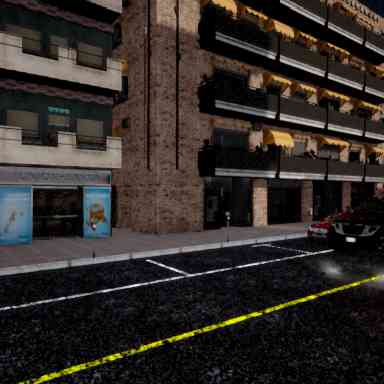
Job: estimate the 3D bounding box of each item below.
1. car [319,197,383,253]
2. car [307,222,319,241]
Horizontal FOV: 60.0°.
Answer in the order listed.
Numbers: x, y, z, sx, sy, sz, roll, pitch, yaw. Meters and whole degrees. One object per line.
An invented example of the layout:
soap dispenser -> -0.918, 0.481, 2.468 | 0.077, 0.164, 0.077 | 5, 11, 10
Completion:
car -> 7.492, 1.222, 12.585 | 5.566, 2.045, 2.150 | 0, 0, -36
car -> 7.172, 1.583, 15.538 | 4.206, 1.307, 1.802 | 0, 0, -35
